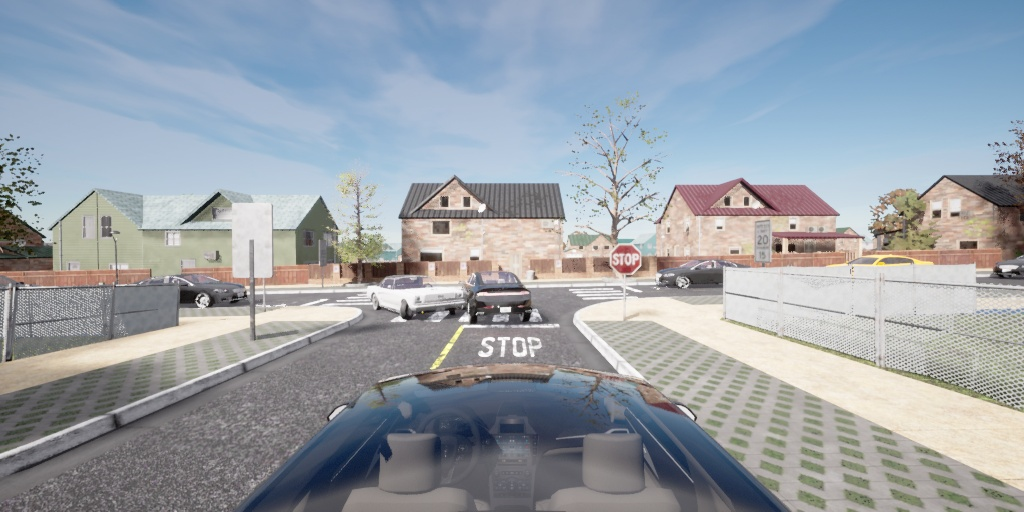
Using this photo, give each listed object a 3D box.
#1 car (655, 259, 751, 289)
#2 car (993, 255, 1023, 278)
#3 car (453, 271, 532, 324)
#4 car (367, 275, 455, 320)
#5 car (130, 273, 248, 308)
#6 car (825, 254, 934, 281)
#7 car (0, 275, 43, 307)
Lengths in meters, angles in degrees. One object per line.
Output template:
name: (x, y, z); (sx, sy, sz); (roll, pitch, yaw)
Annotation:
car: (10.341, 0.925, 19.462); (4.902, 1.511, 2.128); (-1, 1, 0)
car: (29.396, 0.478, 19.525); (4.902, 1.511, 2.128); (-1, 1, 0)
car: (-0.679, 1.242, 12.060); (2.128, 1.511, 4.902); (0, 0, -12)
car: (-3.596, 1.367, 12.921); (1.895, 1.301, 4.718); (0, 0, -38)
car: (-14.893, 1.566, 16.423); (4.902, 1.511, 2.128); (-1, 1, 0)
car: (19.772, 0.690, 19.493); (5.008, 1.535, 1.882); (-1, 1, 0)
car: (-24.231, 1.647, 16.388); (4.553, 1.767, 2.097); (-1, 1, 0)
